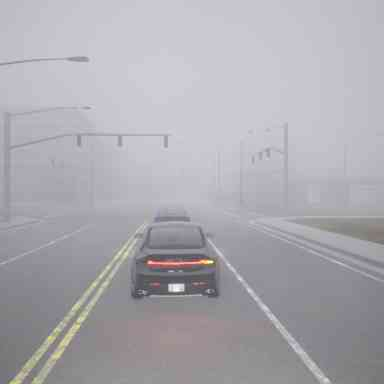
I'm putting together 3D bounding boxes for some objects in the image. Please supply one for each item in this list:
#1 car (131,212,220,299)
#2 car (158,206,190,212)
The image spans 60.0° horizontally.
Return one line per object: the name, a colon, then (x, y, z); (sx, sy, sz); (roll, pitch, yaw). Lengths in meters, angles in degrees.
car: (-0.442, 1.505, 8.503); (1.837, 1.490, 4.892); (0, 0, -4)
car: (-1.079, 1.478, 17.976); (1.882, 1.535, 5.008); (0, 0, -4)
